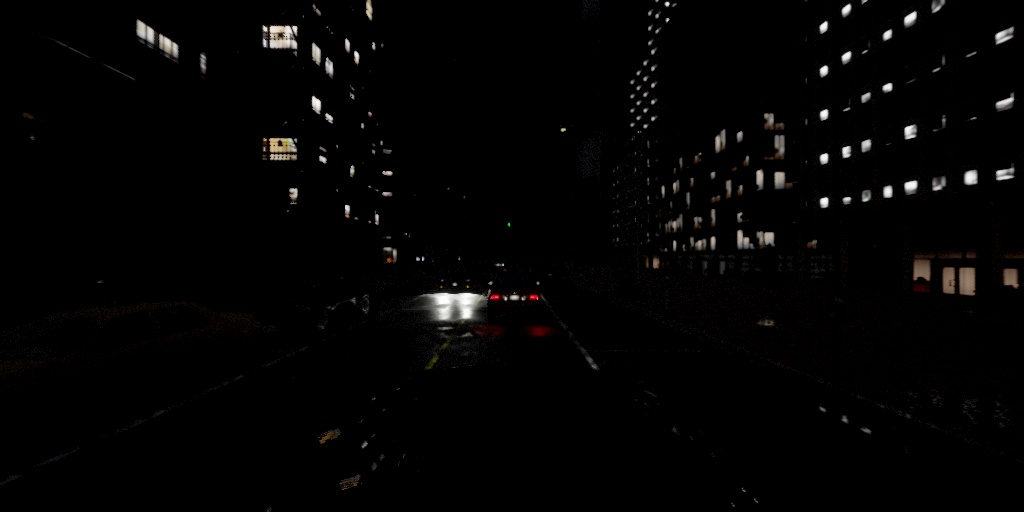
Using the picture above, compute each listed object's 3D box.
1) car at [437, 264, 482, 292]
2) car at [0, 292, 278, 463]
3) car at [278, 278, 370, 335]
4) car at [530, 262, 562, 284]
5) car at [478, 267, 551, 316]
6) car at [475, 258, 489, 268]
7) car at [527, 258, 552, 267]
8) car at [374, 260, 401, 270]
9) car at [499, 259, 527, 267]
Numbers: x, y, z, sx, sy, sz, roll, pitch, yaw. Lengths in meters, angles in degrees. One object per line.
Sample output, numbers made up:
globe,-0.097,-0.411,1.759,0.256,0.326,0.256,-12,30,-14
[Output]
car,-3.097,1.347,21.316,1.994,1.385,4.181,0,0,0
car,-5.690,1.280,4.898,1.751,1.417,4.829,0,0,0
car,-5.691,1.329,10.591,1.948,1.339,4.313,0,0,0
car,2.688,1.361,27.160,1.948,1.339,4.313,0,0,0
car,0.084,1.316,13.437,2.033,1.411,5.357,0,0,0
car,-5.698,1.432,65.069,2.007,1.370,4.403,0,0,0
car,2.687,1.121,32.683,2.192,1.841,5.009,0,0,0
car,-16.441,1.171,45.652,4.403,1.370,2.007,0,0,-1
car,0.084,1.280,31.130,1.882,1.535,5.008,0,0,0
